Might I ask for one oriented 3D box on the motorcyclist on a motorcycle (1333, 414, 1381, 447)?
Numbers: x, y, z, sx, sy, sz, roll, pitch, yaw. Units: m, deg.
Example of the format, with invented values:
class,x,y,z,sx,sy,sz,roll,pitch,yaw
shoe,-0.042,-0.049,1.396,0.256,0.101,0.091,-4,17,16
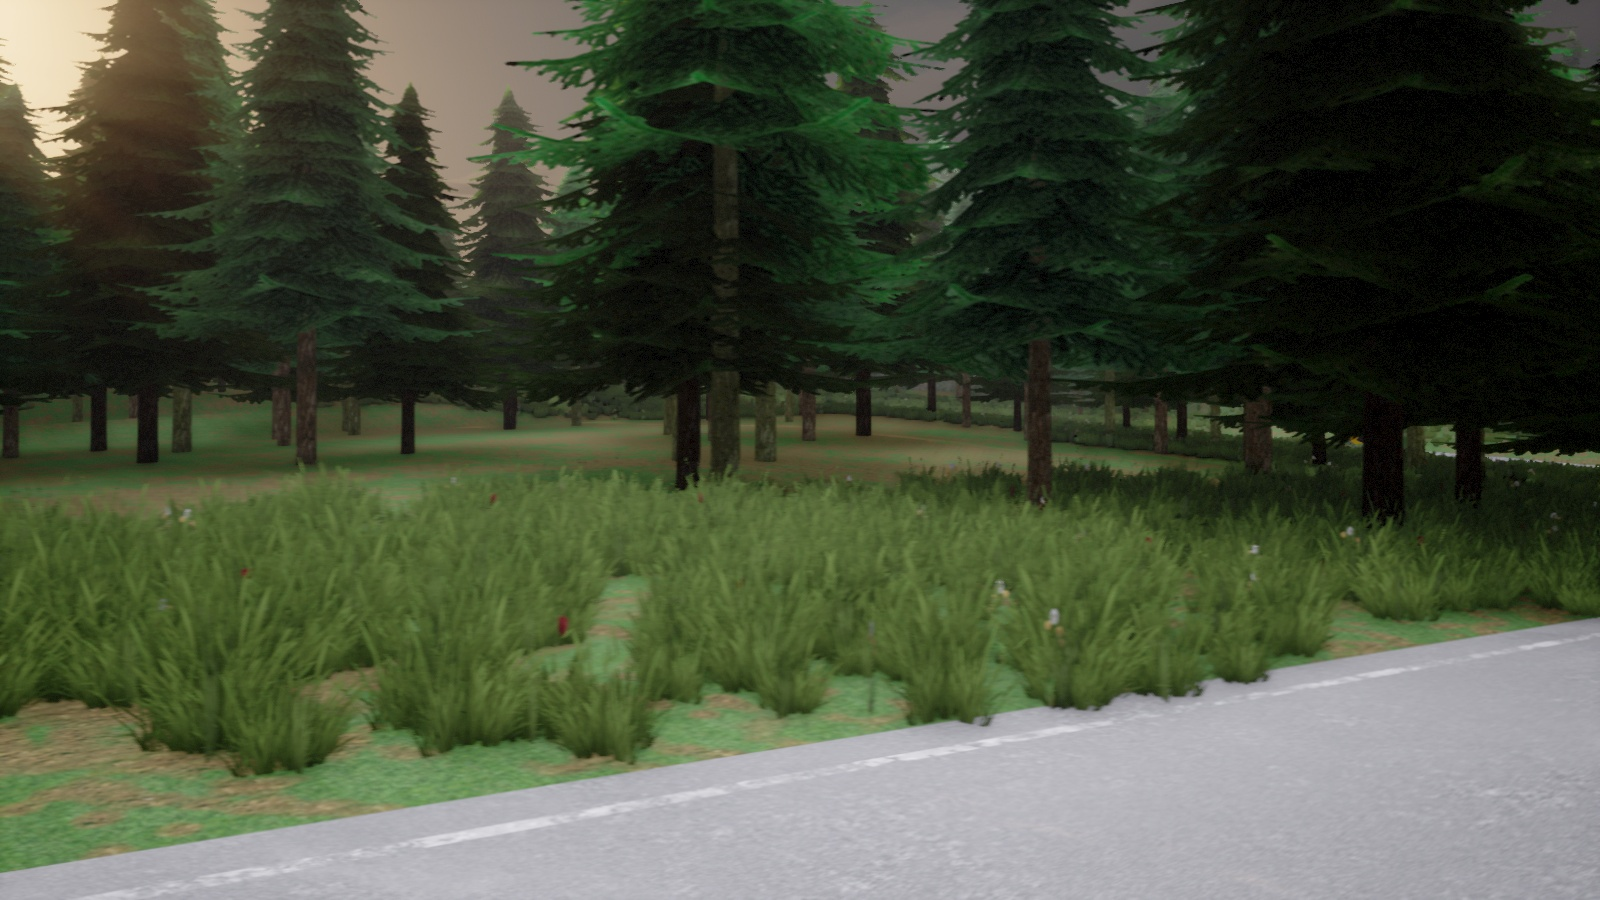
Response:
class,x,y,z,sx,sy,sz,roll,pitch,yaw
motorcyclist on a motorcycle,28.375,-1.009,64.034,0.797,1.523,2.044,-1,4,-33
